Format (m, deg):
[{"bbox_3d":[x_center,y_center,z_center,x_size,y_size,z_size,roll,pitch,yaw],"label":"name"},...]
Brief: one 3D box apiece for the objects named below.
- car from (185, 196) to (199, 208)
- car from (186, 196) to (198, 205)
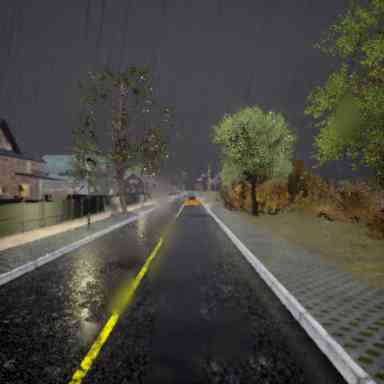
[{"bbox_3d":[0.003,1.378,47.256,1.882,1.535,5.008,0,0,0],"label":"car"},{"bbox_3d":[0.004,1.385,57.690,1.837,1.490,4.892,0,0,0],"label":"car"}]
